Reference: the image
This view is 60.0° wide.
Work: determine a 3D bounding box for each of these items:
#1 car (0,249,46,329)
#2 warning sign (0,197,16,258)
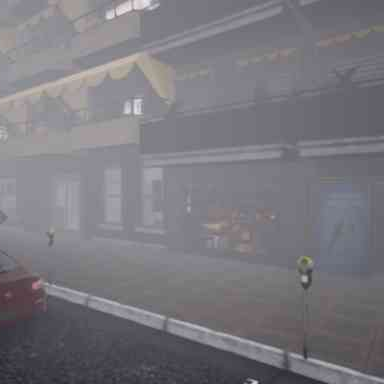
[{"bbox_3d":[-4.256,1.572,5.909,4.206,1.307,1.802,0,0,35],"label":"car"},{"bbox_3d":[-6.395,1.099,10.355,1.060,1.860,1.300,0,0,35],"label":"warning sign"}]
